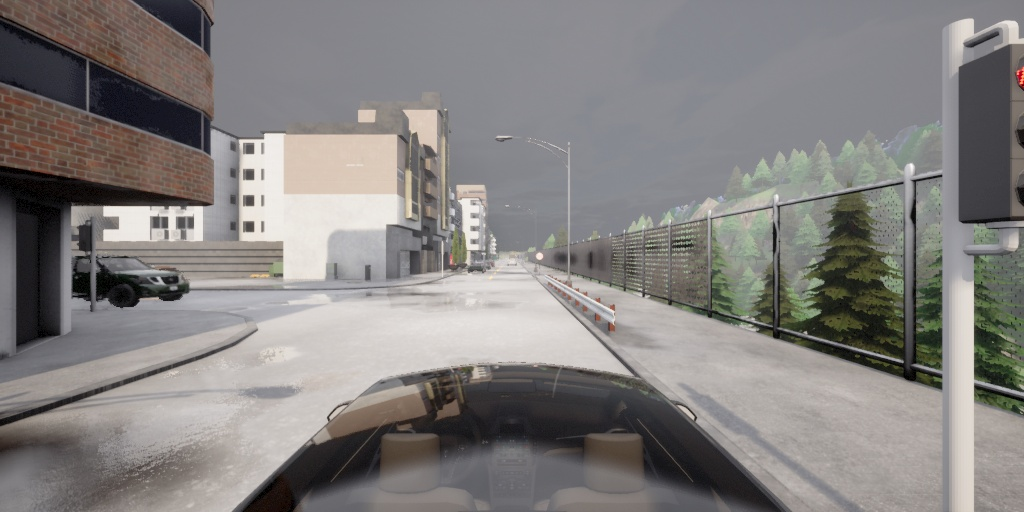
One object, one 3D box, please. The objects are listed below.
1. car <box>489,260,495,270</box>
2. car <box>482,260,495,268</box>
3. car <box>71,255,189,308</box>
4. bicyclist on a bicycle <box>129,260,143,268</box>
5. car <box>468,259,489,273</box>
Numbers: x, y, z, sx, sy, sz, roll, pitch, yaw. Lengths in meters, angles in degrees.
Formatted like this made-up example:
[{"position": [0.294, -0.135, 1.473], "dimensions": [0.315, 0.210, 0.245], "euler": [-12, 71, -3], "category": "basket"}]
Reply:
[{"position": [-4.096, 1.241, 52.586], "dimensions": [2.128, 1.511, 4.902], "euler": [0, 0, 0], "category": "car"}, {"position": [-4.053, 1.351, 63.284], "dimensions": [1.895, 1.301, 4.718], "euler": [0, 0, 1], "category": "car"}, {"position": [-16.637, 0.972, 14.672], "dimensions": [5.566, 2.045, 2.150], "euler": [0, 0, 0], "category": "car"}, {"position": [-24.285, 1.099, 23.055], "dimensions": [0.582, 1.620, 1.656], "euler": [0, 0, 0], "category": "bicyclist on a bicycle"}, {"position": [-4.101, 1.351, 42.408], "dimensions": [1.895, 1.301, 4.718], "euler": [0, 0, 0], "category": "car"}]
